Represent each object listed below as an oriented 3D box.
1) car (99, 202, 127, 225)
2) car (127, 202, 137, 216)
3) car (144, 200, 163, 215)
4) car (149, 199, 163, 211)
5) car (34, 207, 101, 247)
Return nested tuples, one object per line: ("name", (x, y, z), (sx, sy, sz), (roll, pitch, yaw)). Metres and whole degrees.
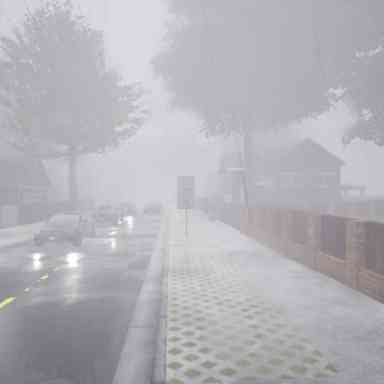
("car", (-6.644, 1.739, 26.482), (1.882, 1.535, 5.008), (-1, 0, -4))
("car", (-7.348, 1.844, 37.807), (2.128, 1.511, 4.902), (-1, 0, -4))
("car", (-4.568, 1.933, 39.053), (1.895, 1.301, 4.718), (-1, 0, -3))
("car", (-5.273, 1.850, 49.113), (1.882, 1.535, 5.008), (-1, 0, -4))
("car", (-5.974, 1.694, 16.151), (1.812, 1.442, 4.674), (-1, -1, -4))
